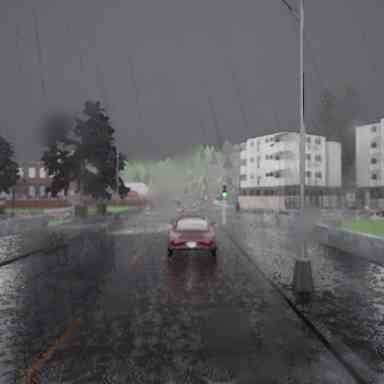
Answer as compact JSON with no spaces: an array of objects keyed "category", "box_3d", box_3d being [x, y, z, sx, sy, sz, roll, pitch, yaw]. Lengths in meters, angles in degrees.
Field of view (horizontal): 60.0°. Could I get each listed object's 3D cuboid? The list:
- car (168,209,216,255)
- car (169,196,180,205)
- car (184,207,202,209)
[{"category":"car","box_3d":[0.013,1.678,13.881,1.812,1.442,4.674,0,0,0]},{"category":"car","box_3d":[-4.054,2.074,77.915,2.150,2.045,5.566,0,-1,0]},{"category":"car","box_3d":[0.120,1.909,28.207,1.895,1.301,4.718,0,-1,4]}]
